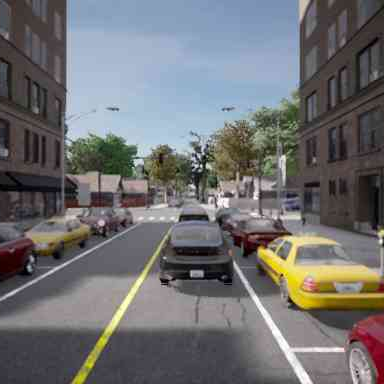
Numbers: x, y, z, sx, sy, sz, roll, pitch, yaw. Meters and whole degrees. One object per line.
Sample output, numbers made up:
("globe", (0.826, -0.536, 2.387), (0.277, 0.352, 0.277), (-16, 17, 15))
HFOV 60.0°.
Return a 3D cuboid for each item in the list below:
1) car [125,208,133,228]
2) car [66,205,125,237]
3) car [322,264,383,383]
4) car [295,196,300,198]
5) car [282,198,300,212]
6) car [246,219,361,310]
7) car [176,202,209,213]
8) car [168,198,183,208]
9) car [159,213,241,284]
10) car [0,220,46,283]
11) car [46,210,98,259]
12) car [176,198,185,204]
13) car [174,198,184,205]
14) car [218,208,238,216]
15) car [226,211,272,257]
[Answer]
("car", (-5.370, 1.813, 24.318), (1.802, 1.307, 4.206), (0, -1, 0))
("car", (-5.375, 1.618, 18.800), (1.967, 1.590, 4.097), (0, -1, 0))
("car", (2.639, 1.604, 2.241), (1.802, 1.307, 4.206), (0, -1, 0))
("car", (15.492, 1.572, 47.279), (5.566, 2.045, 2.150), (0, -1, 0))
("car", (14.286, 1.852, 44.030), (4.674, 1.442, 1.812), (0, -1, -2))
("car", (2.643, 1.600, 7.930), (1.752, 1.417, 4.829), (0, -1, 0))
("car", (0.118, 1.685, 21.841), (1.882, 1.535, 5.008), (0, -1, 0))
("car", (-3.067, 2.106, 58.864), (1.812, 1.442, 4.674), (0, -1, 2))
("car", (0.108, 1.598, 9.834), (1.837, 1.490, 4.892), (0, -1, 0))
("car", (-5.383, 1.513, 7.763), (1.967, 1.590, 4.097), (0, -1, 0))
("car", (-5.379, 1.649, 13.111), (1.752, 1.417, 4.829), (0, -1, 0))
("car", (-3.026, 2.435, 89.351), (2.128, 1.511, 4.902), (0, -1, 0))
("car", (-3.007, 2.323, 79.095), (2.128, 1.511, 4.902), (0, -1, 0))
("car", (2.651, 1.760, 18.795), (1.802, 1.307, 4.206), (0, -1, 0))
("car", (2.647, 1.670, 13.278), (1.887, 1.381, 4.507), (0, -1, 0))
